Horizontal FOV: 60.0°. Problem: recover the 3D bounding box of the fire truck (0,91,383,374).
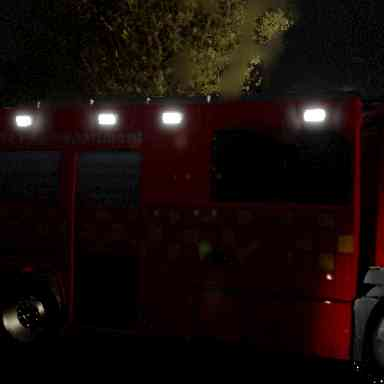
[{"bbox_3d":[0.359,0.325,5.410,8.468,3.827,2.891,1,1,11],"label":"fire truck"}]
